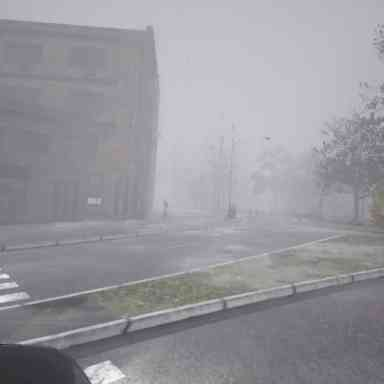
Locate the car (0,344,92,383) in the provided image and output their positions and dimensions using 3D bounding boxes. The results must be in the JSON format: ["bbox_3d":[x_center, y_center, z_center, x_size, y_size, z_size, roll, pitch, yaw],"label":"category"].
[{"bbox_3d":[-2.430,1.560,1.530,4.181,1.385,1.994,0,0,-36],"label":"car"}]

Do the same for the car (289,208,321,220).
[{"bbox_3d":[15.870,3.047,45.464,5.357,1.411,2.033,5,-3,-44],"label":"car"}]

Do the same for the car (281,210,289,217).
[{"bbox_3d":[16.475,3.277,52.522,4.902,1.511,2.128,3,-2,-3],"label":"car"}]
